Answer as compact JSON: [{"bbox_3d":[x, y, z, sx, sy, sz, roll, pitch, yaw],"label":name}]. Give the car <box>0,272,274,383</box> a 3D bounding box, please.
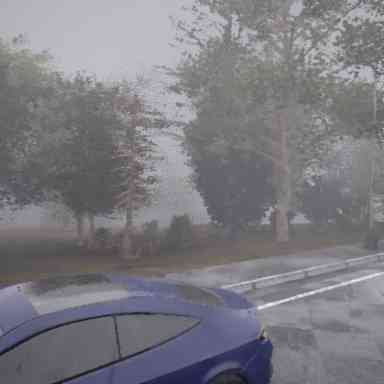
[{"bbox_3d":[-1.298,1.527,2.759,4.674,1.442,1.812,0,0,-35],"label":"car"}]
